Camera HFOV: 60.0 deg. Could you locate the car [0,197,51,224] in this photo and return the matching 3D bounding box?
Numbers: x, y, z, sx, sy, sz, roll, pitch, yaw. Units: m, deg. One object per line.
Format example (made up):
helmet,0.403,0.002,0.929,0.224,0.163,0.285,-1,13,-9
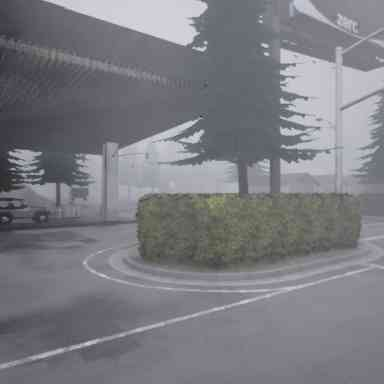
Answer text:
car,-12.105,1.311,23.392,3.866,1.878,1.905,0,0,-36
